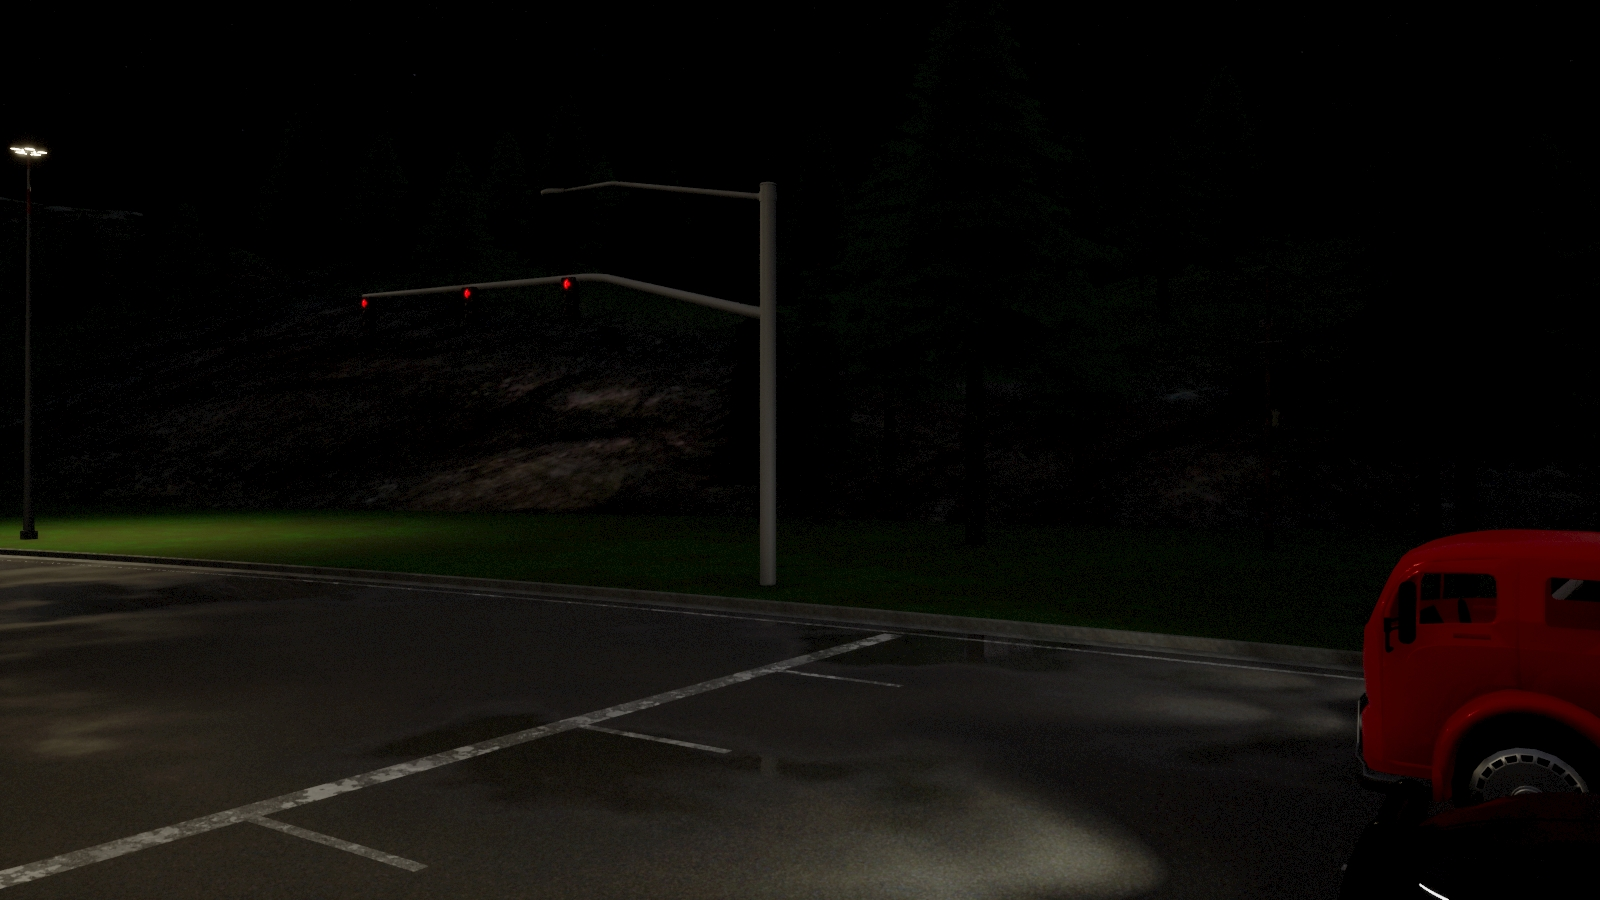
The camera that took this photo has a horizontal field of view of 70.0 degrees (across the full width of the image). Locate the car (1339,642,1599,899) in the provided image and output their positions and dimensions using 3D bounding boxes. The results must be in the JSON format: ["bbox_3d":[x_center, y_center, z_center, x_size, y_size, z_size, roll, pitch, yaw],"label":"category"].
[{"bbox_3d":[5.200,1.982,4.552,5.238,1.638,2.097,0,0,35],"label":"car"}]

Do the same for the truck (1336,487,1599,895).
[{"bbox_3d":[6.669,1.568,7.668,5.204,2.467,2.627,0,0,34],"label":"truck"}]

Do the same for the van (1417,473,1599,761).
[{"bbox_3d":[9.028,1.534,10.264,5.915,2.561,1.988,0,0,36],"label":"van"}]
